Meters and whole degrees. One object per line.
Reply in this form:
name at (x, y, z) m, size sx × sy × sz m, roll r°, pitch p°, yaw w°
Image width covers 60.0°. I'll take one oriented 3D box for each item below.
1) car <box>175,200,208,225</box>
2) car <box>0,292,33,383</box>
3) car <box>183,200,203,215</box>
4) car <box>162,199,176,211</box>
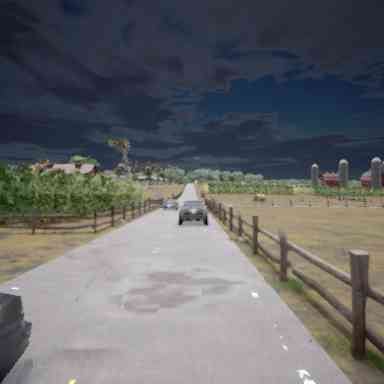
car at (0.098, 1.407, 24.923) m, size 2.097 × 1.767 × 4.553 m, roll 0°, pitch 0°, yaw 0°
car at (-2.850, 1.544, 1.713) m, size 2.033 × 1.411 × 5.357 m, roll 0°, pitch 0°, yaw 0°
car at (0.089, 1.671, 37.231) m, size 2.033 × 1.411 × 5.357 m, roll 0°, pitch 0°, yaw 0°
car at (-2.822, 1.653, 44.100) m, size 2.128 × 1.511 × 4.902 m, roll 0°, pitch -1°, yaw 0°
